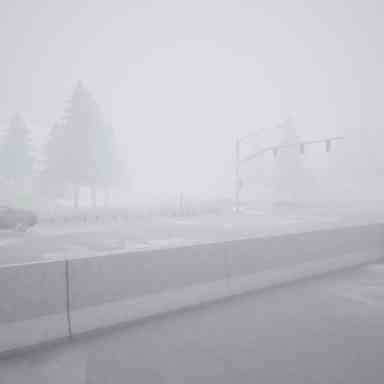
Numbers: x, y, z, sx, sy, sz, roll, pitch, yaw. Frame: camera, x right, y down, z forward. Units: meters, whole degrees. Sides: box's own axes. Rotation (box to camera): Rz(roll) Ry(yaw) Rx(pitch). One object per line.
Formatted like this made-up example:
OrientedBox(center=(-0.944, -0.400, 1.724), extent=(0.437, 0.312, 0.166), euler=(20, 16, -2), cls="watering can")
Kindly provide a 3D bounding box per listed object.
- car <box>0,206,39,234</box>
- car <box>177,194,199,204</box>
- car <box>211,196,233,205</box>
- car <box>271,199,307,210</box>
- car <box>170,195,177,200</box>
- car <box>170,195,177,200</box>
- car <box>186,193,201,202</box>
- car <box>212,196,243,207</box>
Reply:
OrientedBox(center=(-10.862, 1.492, 17.751), extent=(4.902, 1.511, 2.128), euler=(0, 0, -36), cls="car")
OrientedBox(center=(-0.833, 1.547, 64.678), extent=(2.033, 1.411, 5.357), euler=(0, 0, -17), cls="car")
OrientedBox(center=(5.219, 1.504, 58.592), extent=(1.837, 1.490, 4.892), euler=(0, 0, -23), cls="car")
OrientedBox(center=(12.944, 1.604, 44.503), extent=(1.895, 1.301, 4.718), euler=(0, 0, -33), cls="car")
OrientedBox(center=(-3.510, 1.595, 74.889), extent=(1.895, 1.301, 4.718), euler=(0, 0, -11), cls="car")
OrientedBox(center=(-4.992, 1.488, 90.136), extent=(1.895, 1.301, 4.718), euler=(0, 0, -3), cls="car")
OrientedBox(center=(0.654, 1.525, 72.233), extent=(2.128, 1.511, 4.902), euler=(0, 0, -14), cls="car")
OrientedBox(center=(5.400, 1.547, 50.062), extent=(2.033, 1.411, 5.357), euler=(0, 0, -28), cls="car")
